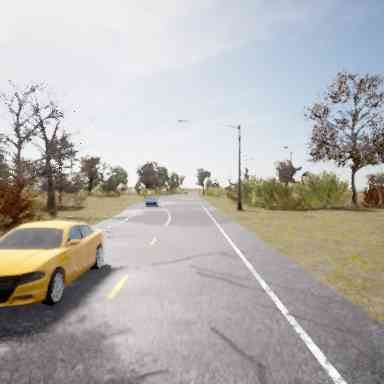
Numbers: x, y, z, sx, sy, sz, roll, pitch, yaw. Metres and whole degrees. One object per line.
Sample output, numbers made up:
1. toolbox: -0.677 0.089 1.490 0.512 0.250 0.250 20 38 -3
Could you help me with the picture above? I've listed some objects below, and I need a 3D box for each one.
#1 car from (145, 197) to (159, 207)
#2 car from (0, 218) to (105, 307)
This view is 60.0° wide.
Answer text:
1. car: -6.185 1.439 51.082 1.882 1.535 5.008 0 0 -6
2. car: -3.607 1.480 8.262 1.882 1.535 5.008 0 0 0
